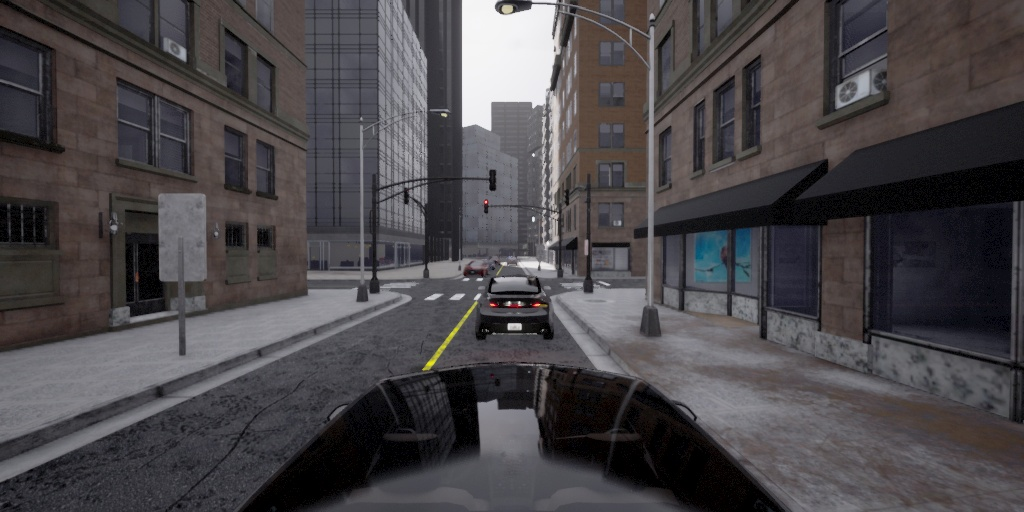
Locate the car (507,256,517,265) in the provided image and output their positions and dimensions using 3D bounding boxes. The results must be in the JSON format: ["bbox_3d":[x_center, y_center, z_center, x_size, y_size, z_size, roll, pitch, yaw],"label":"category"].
[{"bbox_3d":[0.029,0.935,64.974,2.033,1.411,5.357,0,1,0],"label":"car"}]

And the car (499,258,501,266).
[{"bbox_3d":[-3.123,0.761,63.171,2.097,1.767,4.553,0,1,0],"label":"car"}]

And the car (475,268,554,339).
[{"bbox_3d":[0.070,1.251,10.008,1.837,1.490,4.892,0,0,0],"label":"car"}]

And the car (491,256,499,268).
[{"bbox_3d":[-3.136,1.138,47.391,2.033,1.411,5.357,0,1,0],"label":"car"}]

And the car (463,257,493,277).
[{"bbox_3d":[-3.305,1.168,34.085,1.882,1.535,5.008,0,0,4],"label":"car"}]
